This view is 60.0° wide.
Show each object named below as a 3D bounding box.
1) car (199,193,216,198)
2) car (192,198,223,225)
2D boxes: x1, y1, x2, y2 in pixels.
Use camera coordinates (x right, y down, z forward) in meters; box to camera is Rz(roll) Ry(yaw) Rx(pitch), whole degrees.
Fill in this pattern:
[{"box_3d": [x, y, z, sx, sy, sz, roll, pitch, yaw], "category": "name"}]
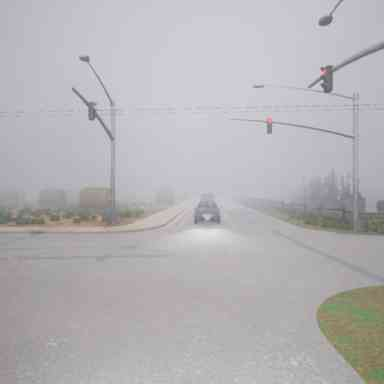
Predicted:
[{"box_3d": [2.312, 1.159, 48.862, 2.150, 2.045, 5.566, 0, 0, 3], "category": "car"}, {"box_3d": [1.113, 1.457, 24.039, 2.128, 1.511, 4.902, 0, 0, 3], "category": "car"}]
